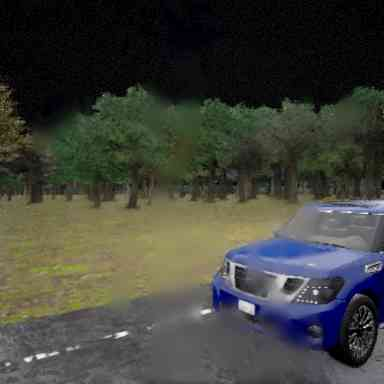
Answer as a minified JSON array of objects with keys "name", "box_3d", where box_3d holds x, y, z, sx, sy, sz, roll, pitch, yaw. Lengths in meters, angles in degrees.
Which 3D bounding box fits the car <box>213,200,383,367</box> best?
[{"name":"car","box_3d":[2.988,1.198,6.117,5.566,2.045,2.150,0,0,-35]}]
